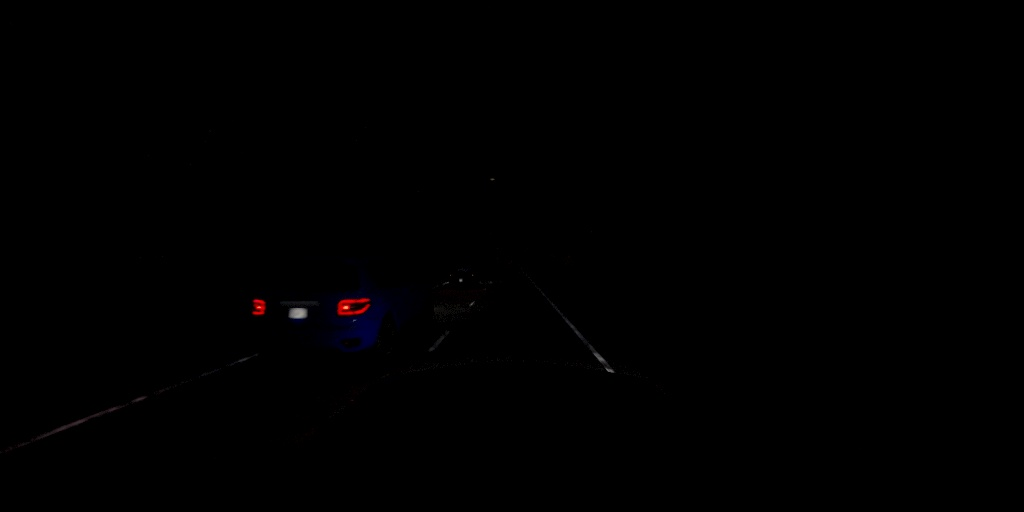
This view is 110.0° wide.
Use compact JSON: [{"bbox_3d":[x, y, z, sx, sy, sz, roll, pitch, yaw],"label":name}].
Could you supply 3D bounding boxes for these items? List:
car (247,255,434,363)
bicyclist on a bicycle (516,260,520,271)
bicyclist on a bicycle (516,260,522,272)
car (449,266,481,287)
[{"bbox_3d":[-3.399,1.016,8.381,2.150,2.045,5.566,0,0,0],"label":"car"},{"bbox_3d":[0.968,1.494,57.496,0.659,1.776,1.843,0,0,0],"label":"bicyclist on a bicycle"},{"bbox_3d":[0.975,1.505,49.230,0.866,1.612,1.509,0,-1,0],"label":"bicyclist on a bicycle"},{"bbox_3d":[-3.412,1.439,26.151,1.812,1.442,4.674,0,0,0],"label":"car"}]
